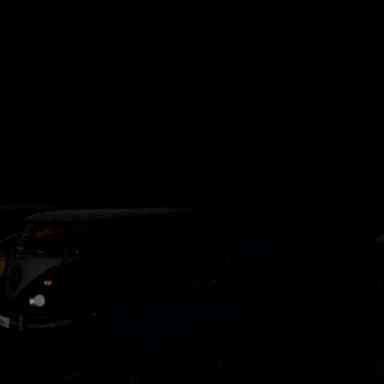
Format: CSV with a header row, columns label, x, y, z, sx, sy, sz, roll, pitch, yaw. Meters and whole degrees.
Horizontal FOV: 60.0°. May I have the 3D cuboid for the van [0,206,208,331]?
label,x,y,z,sx,sy,sz,roll,pitch,yaw
van,-1.457,1.303,6.656,1.878,1.987,4.442,-1,-1,36

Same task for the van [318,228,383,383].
label,x,y,z,sx,sy,sz,roll,pitch,yaw
van,2.933,1.250,3.525,1.878,1.987,4.442,0,0,35

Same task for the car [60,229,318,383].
label,x,y,z,sx,sy,sz,roll,pitch,yaw
car,0.872,1.493,5.145,2.097,1.535,5.008,-1,-1,36

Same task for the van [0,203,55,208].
label,x,y,z,sx,sy,sz,roll,pitch,yaw
van,-5.830,1.373,10.063,1.878,1.987,4.442,-1,-1,35
